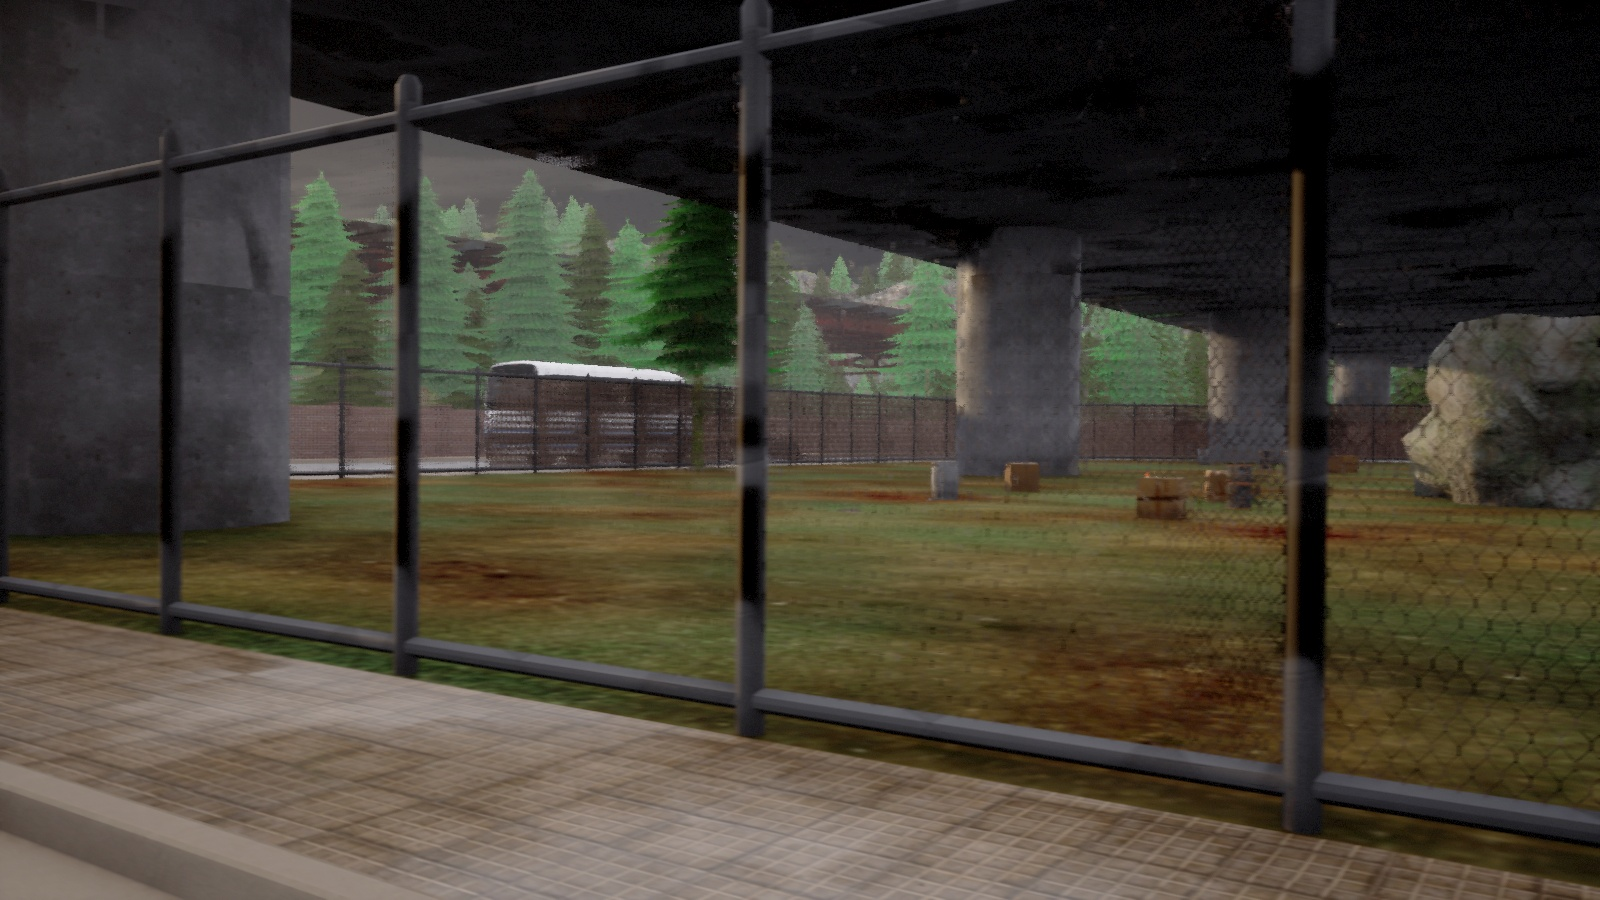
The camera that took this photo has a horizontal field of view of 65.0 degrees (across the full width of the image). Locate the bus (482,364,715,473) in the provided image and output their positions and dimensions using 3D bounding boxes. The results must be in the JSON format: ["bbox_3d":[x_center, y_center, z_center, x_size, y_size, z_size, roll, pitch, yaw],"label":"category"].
[{"bbox_3d":[-8.404,-1.310,54.285,3.944,4.253,10.273,0,1,34],"label":"bus"}]

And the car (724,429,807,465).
[{"bbox_3d":[-1.544,-0.150,58.158,1.851,1.617,3.988,0,1,34],"label":"car"}]
